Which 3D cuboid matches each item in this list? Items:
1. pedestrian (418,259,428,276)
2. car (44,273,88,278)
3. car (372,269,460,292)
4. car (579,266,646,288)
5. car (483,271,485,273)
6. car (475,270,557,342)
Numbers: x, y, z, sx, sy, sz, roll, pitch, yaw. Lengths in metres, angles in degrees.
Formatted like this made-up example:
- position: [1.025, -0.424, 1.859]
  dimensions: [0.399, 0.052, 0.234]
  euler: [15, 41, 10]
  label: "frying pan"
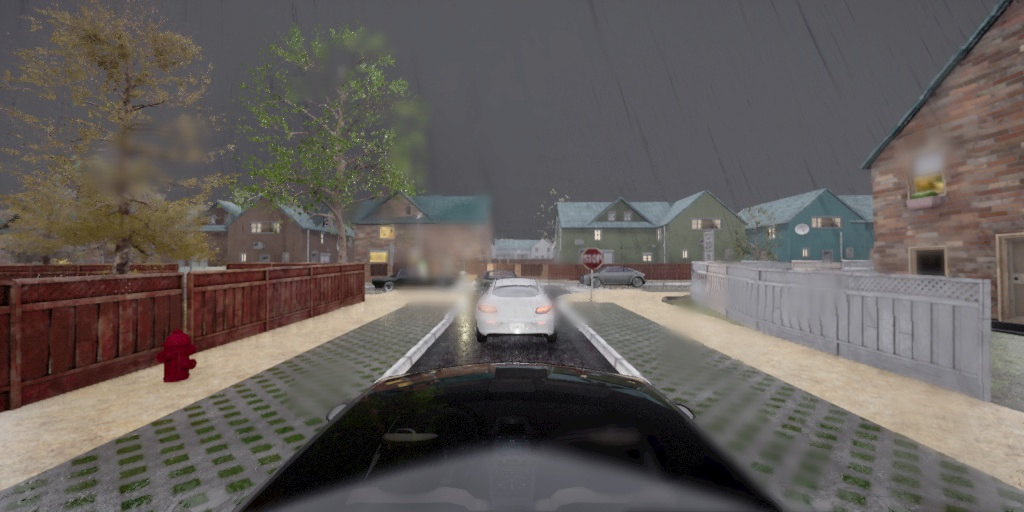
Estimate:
- position: [-6.683, 1.130, 26.736]
  dimensions: [0.375, 1.860, 0.375]
  euler: [0, -1, 1]
  label: "pedestrian"
- position: [-25.593, 1.641, 21.133]
  dimensions: [4.718, 1.301, 1.895]
  euler: [-1, -1, 1]
  label: "car"
- position: [-5.468, 1.425, 20.850]
  dimensions: [4.718, 1.301, 1.895]
  euler: [-1, -1, 1]
  label: "car"
- position: [6.554, 1.354, 23.632]
  dimensions: [4.181, 1.385, 1.994]
  euler: [0, -1, 1]
  label: "car"
- position: [-0.745, 1.374, 18.462]
  dimensions: [1.895, 1.301, 4.718]
  euler: [0, -1, -12]
  label: "car"
- position: [0.109, 1.283, 9.642]
  dimensions: [1.812, 1.442, 4.674]
  euler: [0, 0, 0]
  label: "car"
